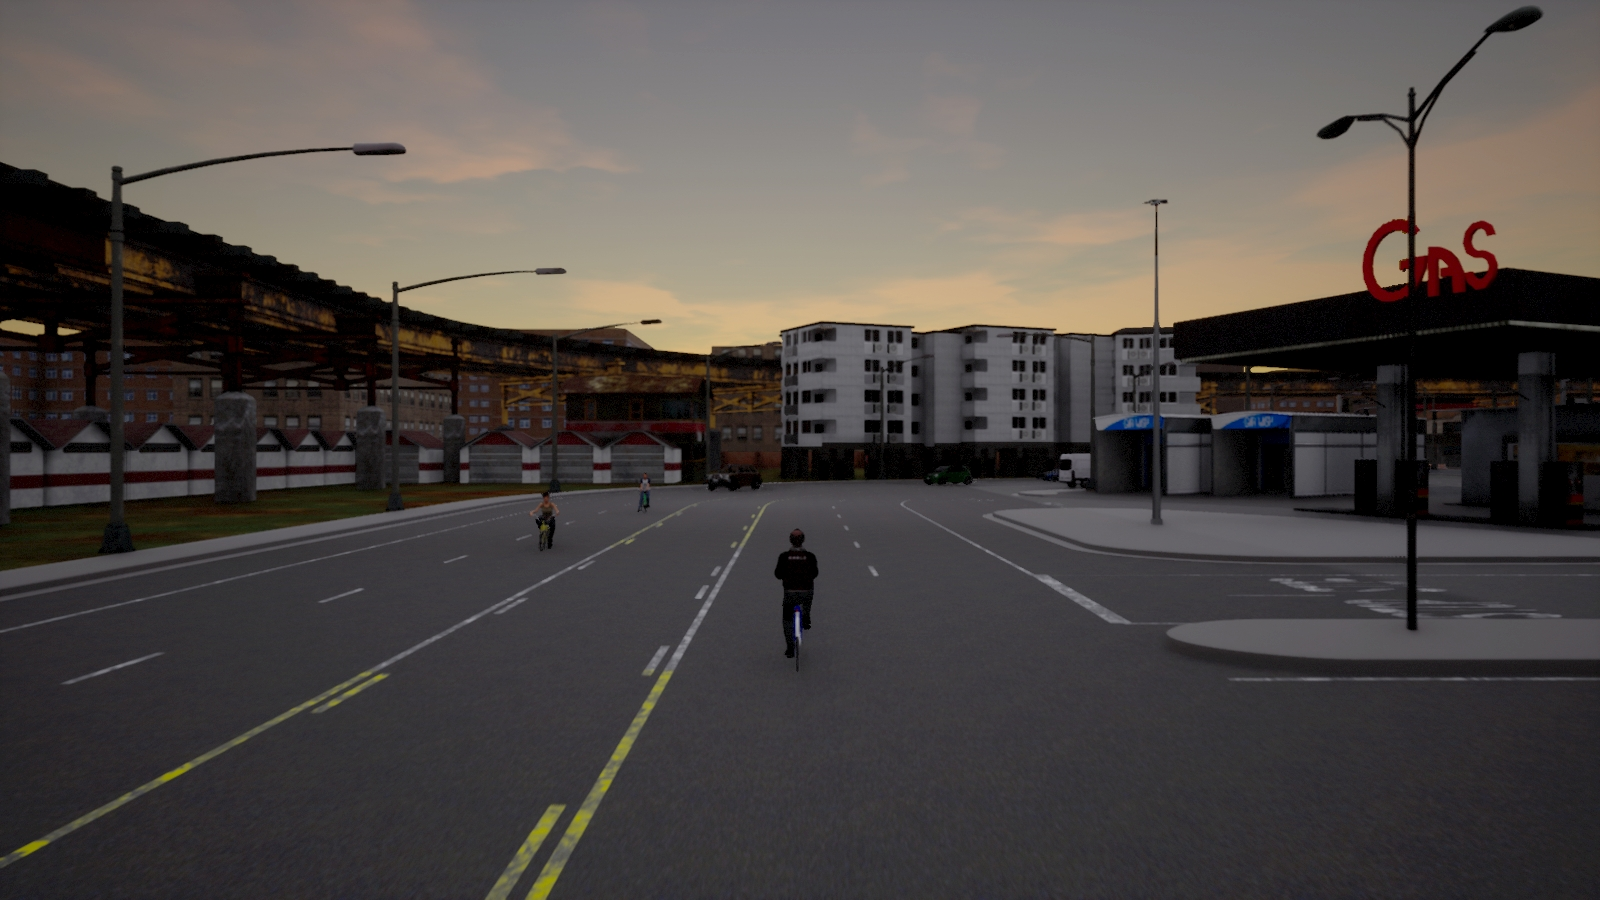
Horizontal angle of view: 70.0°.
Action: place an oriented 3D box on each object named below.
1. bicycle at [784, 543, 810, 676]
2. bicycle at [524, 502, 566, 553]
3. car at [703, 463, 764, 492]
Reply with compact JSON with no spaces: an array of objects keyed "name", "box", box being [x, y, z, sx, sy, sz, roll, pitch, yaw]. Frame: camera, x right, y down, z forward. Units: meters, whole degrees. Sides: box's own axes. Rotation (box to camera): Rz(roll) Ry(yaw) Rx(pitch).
[{"name":"bicycle","box":[-0.042,2.048,15.085,0.329,1.496,1.835,0,0,0]},{"name":"bicycle","box":[-7.077,2.145,31.804,0.859,1.301,1.487,0,0,0]},{"name":"car","box":[-4.509,1.865,78.296,1.932,1.855,4.605,-2,-1,30]}]
